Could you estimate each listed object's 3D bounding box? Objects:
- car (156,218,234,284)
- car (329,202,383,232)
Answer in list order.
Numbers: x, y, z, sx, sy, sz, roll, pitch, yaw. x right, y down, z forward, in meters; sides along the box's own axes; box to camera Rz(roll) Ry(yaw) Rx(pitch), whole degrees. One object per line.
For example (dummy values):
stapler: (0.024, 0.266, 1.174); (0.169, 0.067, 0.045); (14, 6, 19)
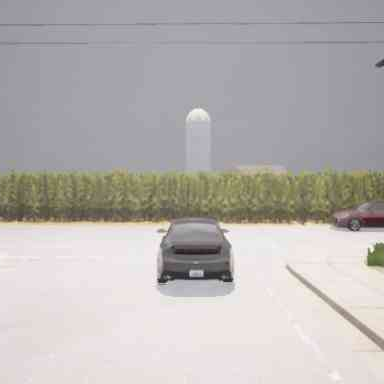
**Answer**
car: (0.035, 1.497, 9.540); (1.837, 1.490, 4.892); (0, 0, -2)
car: (10.642, 1.364, 19.794); (4.553, 1.767, 2.097); (0, 0, 1)
